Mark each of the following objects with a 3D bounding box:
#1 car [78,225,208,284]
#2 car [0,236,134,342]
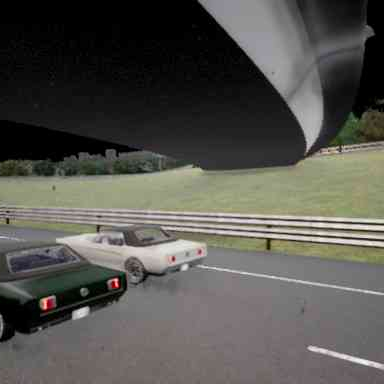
[{"bbox_3d":[-1.991,1.629,9.702,4.718,1.301,1.895,0,0,35],"label":"car"},{"bbox_3d":[-3.552,1.627,6.518,4.718,1.301,1.895,0,0,35],"label":"car"}]
